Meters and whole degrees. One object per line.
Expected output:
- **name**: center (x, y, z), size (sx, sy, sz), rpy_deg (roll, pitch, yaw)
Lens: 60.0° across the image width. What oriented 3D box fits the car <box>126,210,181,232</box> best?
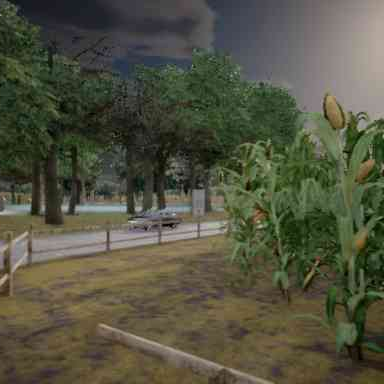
- **car**: center (-2.825, 2.118, 25.031), size (2.128, 1.511, 4.902), rpy_deg (1, -1, 35)
